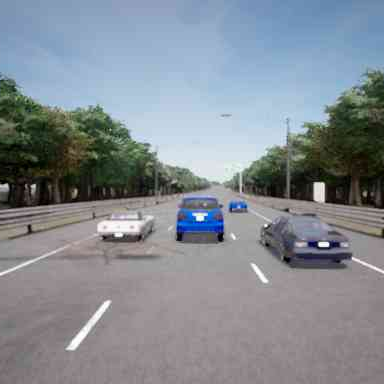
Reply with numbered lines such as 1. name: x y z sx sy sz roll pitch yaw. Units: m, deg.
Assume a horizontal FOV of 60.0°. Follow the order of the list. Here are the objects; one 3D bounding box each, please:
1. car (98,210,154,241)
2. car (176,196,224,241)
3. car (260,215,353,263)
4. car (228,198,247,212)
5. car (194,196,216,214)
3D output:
1. car: -3.077 1.563 16.566 1.895 1.301 4.718 0 0 2
2. car: 0.429 1.187 16.646 2.150 2.045 5.566 0 0 2
3. car: 3.782 1.527 11.908 2.033 1.411 5.357 0 0 2
4. car: 5.096 1.406 37.294 1.882 1.535 5.008 0 0 4
5. car: 1.409 1.281 34.732 2.097 1.767 4.553 0 0 4
